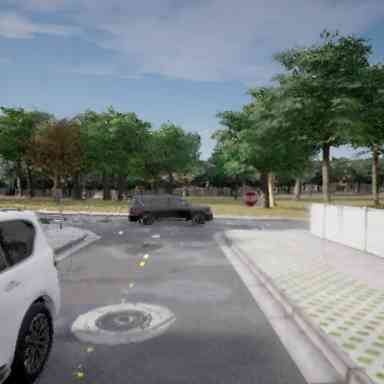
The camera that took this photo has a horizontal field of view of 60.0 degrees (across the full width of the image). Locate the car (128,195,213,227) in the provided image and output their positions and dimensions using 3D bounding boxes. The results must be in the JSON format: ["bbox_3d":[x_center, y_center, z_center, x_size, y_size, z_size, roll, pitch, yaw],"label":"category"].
[{"bbox_3d":[-1.412,1.221,22.005,5.566,2.045,2.150,-1,1,-4],"label":"car"}]

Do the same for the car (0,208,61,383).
[{"bbox_3d":[-2.878,1.218,2.422,2.150,2.045,5.566,0,0,0],"label":"car"}]
